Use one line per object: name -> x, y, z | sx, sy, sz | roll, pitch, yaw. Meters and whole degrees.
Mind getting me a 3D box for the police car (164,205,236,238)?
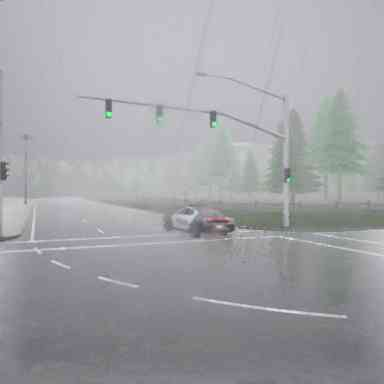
police car -> 0.144, 1.461, 17.779 | 2.038, 1.542, 4.974 | 1, 0, -30
